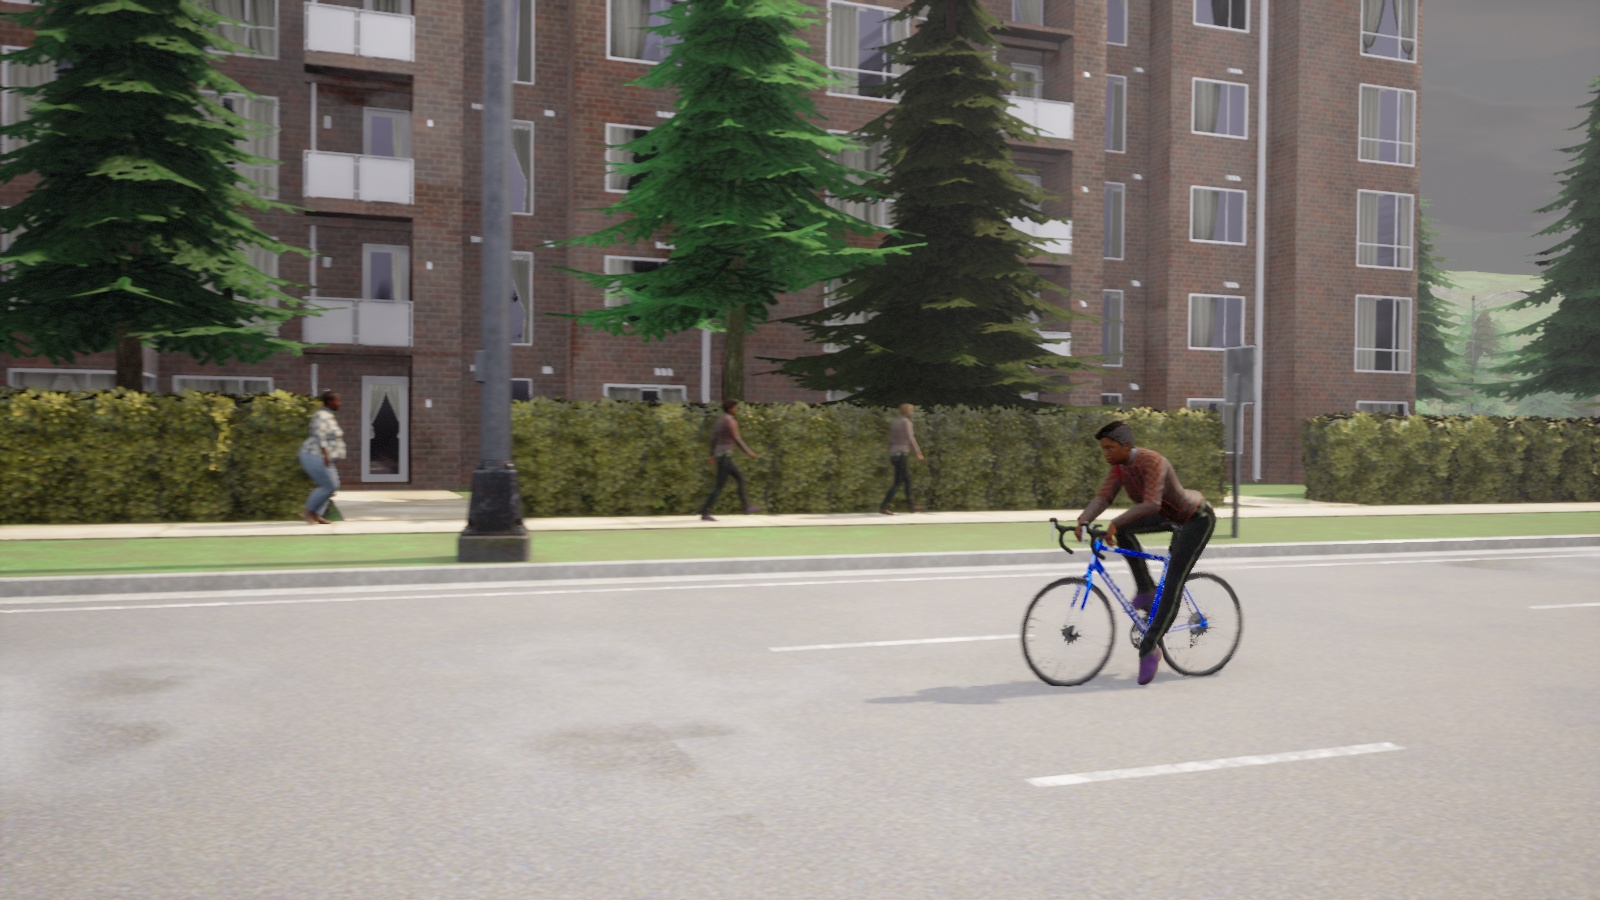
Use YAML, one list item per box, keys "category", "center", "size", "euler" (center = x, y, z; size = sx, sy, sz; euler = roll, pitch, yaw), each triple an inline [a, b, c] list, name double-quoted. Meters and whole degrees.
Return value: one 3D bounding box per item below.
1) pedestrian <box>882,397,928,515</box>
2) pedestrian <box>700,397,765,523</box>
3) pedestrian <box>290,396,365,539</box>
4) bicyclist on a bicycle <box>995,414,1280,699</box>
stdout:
- category: "pedestrian"
  center: [1.673, 0.084, 19.954]
  size: [0.634, 1.846, 0.331]
  euler: [-1, 1, -20]
- category: "pedestrian"
  center: [-0.990, 0.138, 18.404]
  size: [0.869, 1.805, 0.328]
  euler: [-1, 1, -21]
- category: "pedestrian"
  center: [-6.352, 0.221, 16.890]
  size: [0.900, 1.855, 0.874]
  euler: [-1, 1, -21]
- category: "bicyclist on a bicycle"
  center: [2.092, 0.602, 7.777]
  size: [1.656, 1.620, 0.582]
  euler: [-1, 1, -21]
